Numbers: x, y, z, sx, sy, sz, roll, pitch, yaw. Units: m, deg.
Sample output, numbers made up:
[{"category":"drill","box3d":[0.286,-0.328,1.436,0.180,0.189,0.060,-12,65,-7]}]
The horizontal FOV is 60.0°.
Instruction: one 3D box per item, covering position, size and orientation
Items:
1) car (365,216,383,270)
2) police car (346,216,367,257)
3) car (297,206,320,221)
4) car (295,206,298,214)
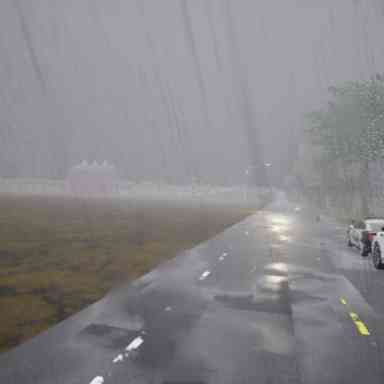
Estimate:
[{"category":"car","box3d":[6.918,1.638,9.429,2.150,2.045,5.566,3,-1,15]},{"category":"police car","box3d":[8.472,1.963,15.303,1.930,1.638,5.238,3,0,15]},{"category":"car","box3d":[13.503,2.488,38.100,2.033,1.411,5.357,3,0,15]},{"category":"car","box3d":[16.869,2.778,50.952,1.895,1.301,4.718,3,0,15]}]
